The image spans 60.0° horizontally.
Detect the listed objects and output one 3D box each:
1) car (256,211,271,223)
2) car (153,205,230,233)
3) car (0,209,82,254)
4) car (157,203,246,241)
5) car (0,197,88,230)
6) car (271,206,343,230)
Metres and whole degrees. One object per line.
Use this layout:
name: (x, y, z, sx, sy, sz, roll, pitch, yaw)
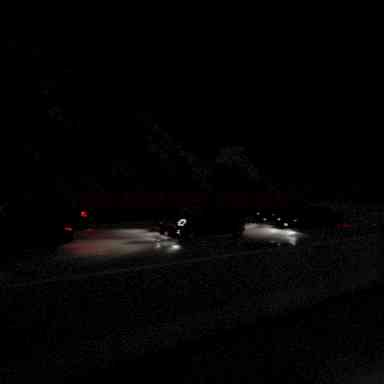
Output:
car: (7.195, 1.762, 26.288, 4.718, 1.301, 1.895, 1, 0, -38)
car: (0.021, 1.618, 21.078, 4.674, 1.442, 1.812, 1, 0, -35)
car: (-6.711, 1.536, 12.023, 4.674, 1.442, 1.812, 1, 0, -35)
car: (0.603, 1.431, 17.194, 4.553, 1.767, 2.097, 1, 0, -35)
car: (-7.741, 1.241, 15.566, 5.566, 2.045, 2.150, 1, 0, -35)
car: (8.113, 1.698, 22.616, 5.357, 1.411, 2.033, 1, 0, -35)
